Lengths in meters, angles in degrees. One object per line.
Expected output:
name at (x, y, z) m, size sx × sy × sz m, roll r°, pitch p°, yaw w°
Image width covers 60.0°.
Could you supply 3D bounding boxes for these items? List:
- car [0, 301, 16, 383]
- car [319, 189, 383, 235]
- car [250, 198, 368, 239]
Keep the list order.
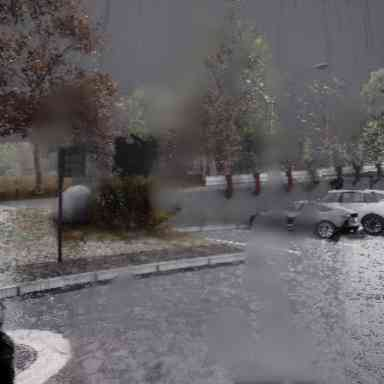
car at (-3.508, 1.360, 1.385) m, size 1.882 × 1.535 × 5.008 m, roll 2°, pitch 2°, yaw 36°
car at (7.595, 0.872, 16.629) m, size 5.566 × 2.045 × 2.435 m, roll 2°, pitch 2°, yaw 40°
car at (4.966, 1.149, 15.133) m, size 4.792 × 1.488 × 2.163 m, roll 2°, pitch 2°, yaw 40°
